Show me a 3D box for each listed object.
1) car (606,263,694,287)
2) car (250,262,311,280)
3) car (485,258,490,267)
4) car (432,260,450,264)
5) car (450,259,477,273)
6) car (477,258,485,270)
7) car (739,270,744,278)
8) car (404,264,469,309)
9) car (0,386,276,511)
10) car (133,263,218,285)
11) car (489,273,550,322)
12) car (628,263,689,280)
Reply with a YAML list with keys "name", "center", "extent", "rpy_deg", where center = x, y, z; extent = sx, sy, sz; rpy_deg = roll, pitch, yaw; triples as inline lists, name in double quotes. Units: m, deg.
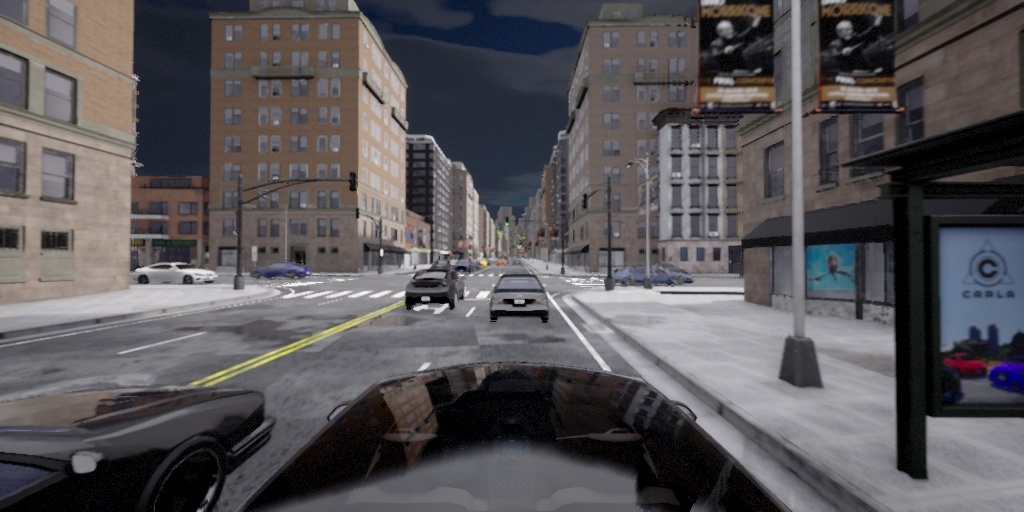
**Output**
- name: "car"
  center: [9.048, 1.294, 23.891]
  extent: [5.357, 1.411, 2.033]
  rpy_deg: [0, -1, 5]
- name: "car"
  center: [-19.649, 1.260, 30.550]
  extent: [4.674, 1.442, 1.812]
  rpy_deg: [0, -1, 1]
- name: "car"
  center: [-5.599, 1.267, 64.072]
  extent: [1.882, 1.535, 5.008]
  rpy_deg: [0, 0, 1]
- name: "car"
  center: [-9.158, 1.287, 46.697]
  extent: [1.837, 1.490, 4.892]
  rpy_deg: [0, 0, 3]
- name: "car"
  center: [-5.970, 1.134, 44.960]
  extent: [2.097, 1.767, 4.553]
  rpy_deg: [0, 0, 1]
- name: "car"
  center: [-5.802, 1.277, 54.098]
  extent: [2.128, 1.511, 4.902]
  rpy_deg: [0, 0, 1]
- name: "car"
  center: [23.540, 1.485, 33.242]
  extent: [4.181, 1.385, 1.994]
  rpy_deg: [0, -1, 2]
- name: "car"
  center: [-3.068, 1.265, 14.951]
  extent: [1.837, 1.490, 4.892]
  rpy_deg: [0, 0, -1]
- name: "car"
  center: [-3.182, 1.297, 0.884]
  extent: [2.033, 1.411, 5.357]
  rpy_deg: [0, 0, 1]
- name: "car"
  center: [-22.315, 1.159, 23.836]
  extent: [4.674, 1.442, 1.812]
  rpy_deg: [0, -1, 0]
- name: "car"
  center: [0.239, 1.306, 12.378]
  extent: [2.033, 1.411, 5.357]
  rpy_deg: [0, 0, 1]
- name: "car"
  center: [13.578, 1.396, 33.379]
  extent: [4.892, 1.490, 1.837]
  rpy_deg: [0, -1, 1]
